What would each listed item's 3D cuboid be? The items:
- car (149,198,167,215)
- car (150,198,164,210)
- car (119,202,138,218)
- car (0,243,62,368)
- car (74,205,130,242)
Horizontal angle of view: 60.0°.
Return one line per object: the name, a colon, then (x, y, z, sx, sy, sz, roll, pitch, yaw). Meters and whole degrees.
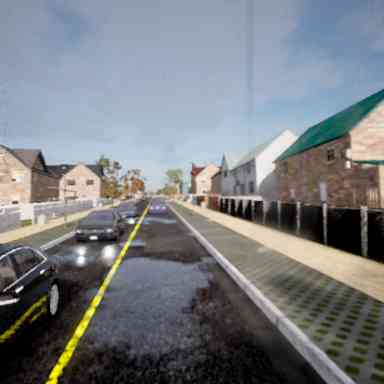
car: (-3.566, 1.590, 34.672, 2.033, 1.411, 5.357, -1, 0, -6)
car: (-4.720, 1.582, 44.971, 1.812, 1.442, 4.674, -1, 0, -6)
car: (-6.048, 1.648, 30.900, 2.033, 1.411, 5.357, -1, 0, -6)
car: (-3.243, 1.576, 4.558, 1.837, 1.490, 4.892, -1, 0, -6)
car: (-4.607, 1.634, 17.276, 2.033, 1.411, 5.357, -1, 0, -6)
